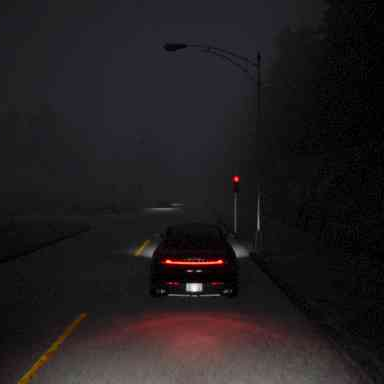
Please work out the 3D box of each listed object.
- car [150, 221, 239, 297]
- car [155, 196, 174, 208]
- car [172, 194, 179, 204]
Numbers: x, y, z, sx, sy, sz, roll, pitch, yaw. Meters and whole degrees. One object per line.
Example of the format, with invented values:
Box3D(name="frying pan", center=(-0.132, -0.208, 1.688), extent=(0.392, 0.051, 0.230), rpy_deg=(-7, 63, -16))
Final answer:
Box3D(name="car", center=(0.061, 1.502, 8.523), extent=(1.837, 1.490, 4.892), rpy_deg=(0, 0, 0))
Box3D(name="car", center=(-4.078, 1.546, 47.446), extent=(1.994, 1.385, 4.181), rpy_deg=(0, 0, 0))
Box3D(name="car", center=(-4.026, 1.540, 64.322), extent=(1.994, 1.385, 4.181), rpy_deg=(0, 0, 0))
